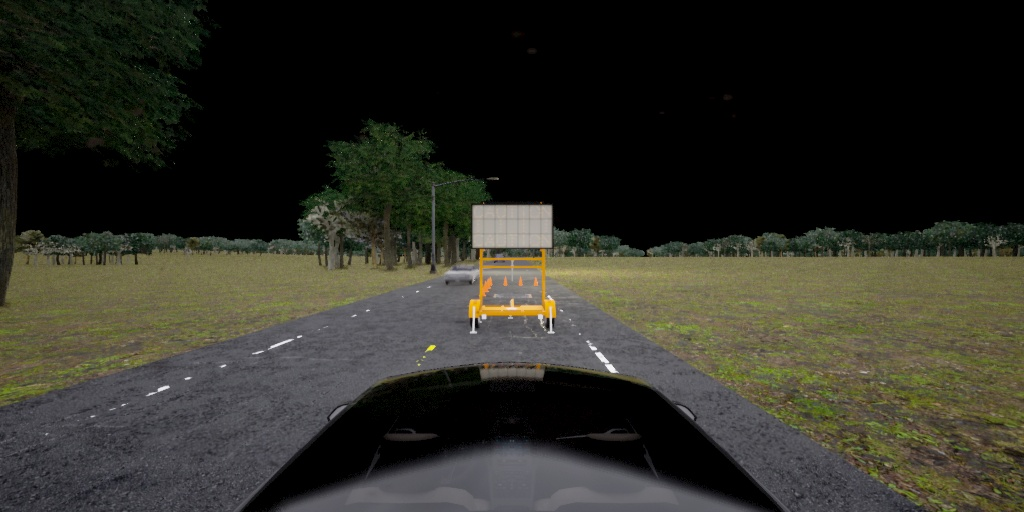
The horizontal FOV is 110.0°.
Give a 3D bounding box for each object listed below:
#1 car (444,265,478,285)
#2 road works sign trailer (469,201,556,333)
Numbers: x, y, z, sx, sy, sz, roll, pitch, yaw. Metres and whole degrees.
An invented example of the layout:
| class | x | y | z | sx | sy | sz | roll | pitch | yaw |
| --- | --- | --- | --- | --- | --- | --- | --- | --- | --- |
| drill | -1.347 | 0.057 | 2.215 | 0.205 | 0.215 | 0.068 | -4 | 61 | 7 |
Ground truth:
| class | x | y | z | sx | sy | sz | roll | pitch | yaw |
| --- | --- | --- | --- | --- | --- | --- | --- | --- | --- |
| car | -3.524 | 1.296 | 25.423 | 1.895 | 1.301 | 4.718 | 0 | 0 | 0 |
| road works sign trailer | 0.012 | 0.199 | 10.614 | 2.380 | 3.560 | 2.880 | 0 | 0 | 0 |
